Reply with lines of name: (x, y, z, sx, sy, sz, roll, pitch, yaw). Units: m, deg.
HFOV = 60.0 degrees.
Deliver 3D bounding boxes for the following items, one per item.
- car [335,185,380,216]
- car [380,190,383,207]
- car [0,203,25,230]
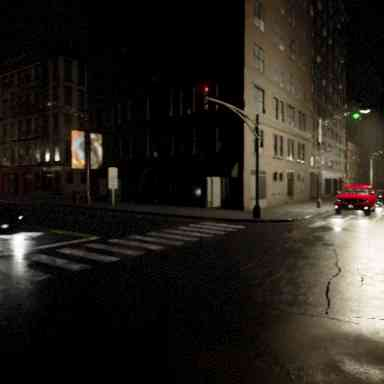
car: (12.111, 0.535, 24.451, 2.150, 2.045, 5.566, 1, 2, 34)
car: (17.729, 0.593, 32.675, 1.837, 1.490, 4.892, 1, 2, 35)
car: (-9.727, 0.913, 14.908, 5.357, 1.411, 2.033, 2, 2, 34)
